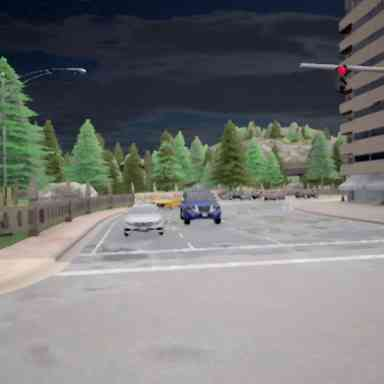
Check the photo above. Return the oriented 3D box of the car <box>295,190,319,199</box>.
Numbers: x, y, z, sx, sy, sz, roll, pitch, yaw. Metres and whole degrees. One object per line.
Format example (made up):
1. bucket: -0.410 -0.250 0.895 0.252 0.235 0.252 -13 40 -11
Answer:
1. car: 20.143 0.416 58.231 4.902 1.511 2.128 -1 1 -31

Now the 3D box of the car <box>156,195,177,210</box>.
1. car: -2.663 1.030 35.244 1.882 1.535 5.008 -1 1 12

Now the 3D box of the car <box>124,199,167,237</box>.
1. car: -2.430 1.312 16.961 1.812 1.442 4.674 -1 1 -7

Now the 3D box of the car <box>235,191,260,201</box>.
1. car: 9.552 0.647 53.520 2.128 1.511 4.902 0 1 40

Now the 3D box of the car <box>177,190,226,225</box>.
1. car: 0.435 0.905 21.649 2.150 2.045 5.566 -1 1 -6

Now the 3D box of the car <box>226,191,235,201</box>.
1. car: 6.624 0.649 55.450 2.128 1.511 4.902 0 1 40

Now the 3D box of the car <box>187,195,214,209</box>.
1. car: 1.015 1.086 36.263 1.895 1.301 4.718 -1 1 13

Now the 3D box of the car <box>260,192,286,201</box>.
1. car: 12.855 0.682 51.432 1.994 1.385 4.181 0 1 41
